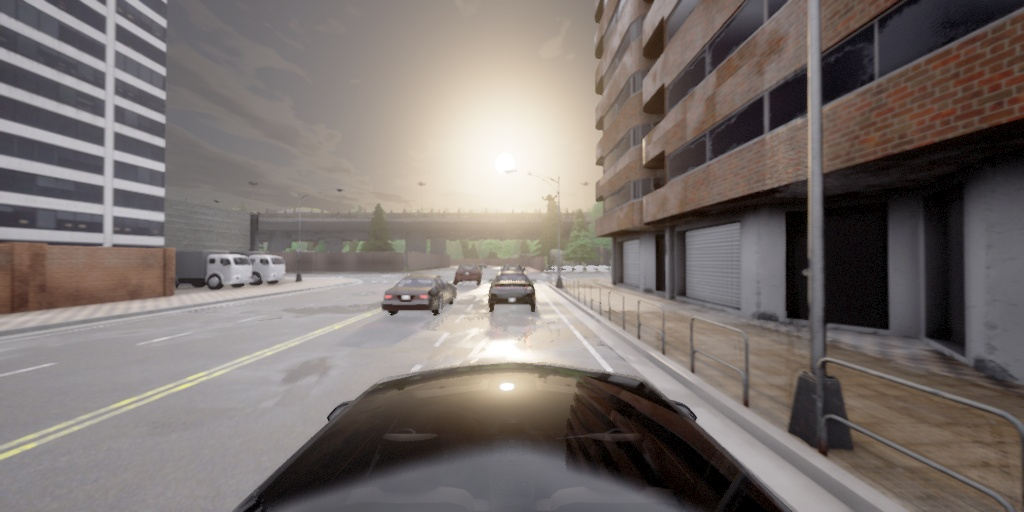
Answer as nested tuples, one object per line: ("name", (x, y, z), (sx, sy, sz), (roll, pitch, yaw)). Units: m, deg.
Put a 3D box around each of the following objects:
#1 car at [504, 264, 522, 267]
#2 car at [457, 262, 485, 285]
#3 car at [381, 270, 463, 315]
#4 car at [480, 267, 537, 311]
("car", (0.119, 1.419, 30.239), (2.097, 1.767, 4.553), (0, -1, 3))
("car", (-3.611, 1.419, 30.238), (2.097, 1.767, 4.553), (0, -1, -3))
("car", (-3.489, 1.438, 14.335), (2.033, 1.411, 5.357), (0, -1, 0))
("car", (0.023, 1.395, 15.325), (2.128, 1.511, 4.902), (0, 0, 0))
